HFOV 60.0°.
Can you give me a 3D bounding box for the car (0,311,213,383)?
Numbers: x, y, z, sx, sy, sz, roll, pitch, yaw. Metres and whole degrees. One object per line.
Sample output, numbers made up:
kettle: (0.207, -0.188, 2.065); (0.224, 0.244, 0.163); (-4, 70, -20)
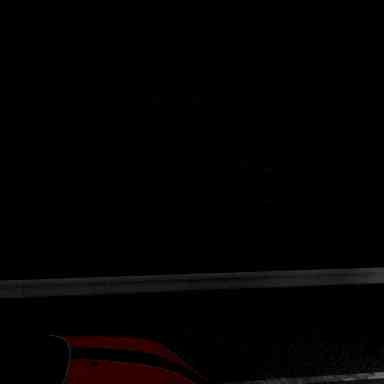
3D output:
car: (-1.864, 1.352, 1.651); (4.553, 1.767, 2.097); (0, 0, -6)
